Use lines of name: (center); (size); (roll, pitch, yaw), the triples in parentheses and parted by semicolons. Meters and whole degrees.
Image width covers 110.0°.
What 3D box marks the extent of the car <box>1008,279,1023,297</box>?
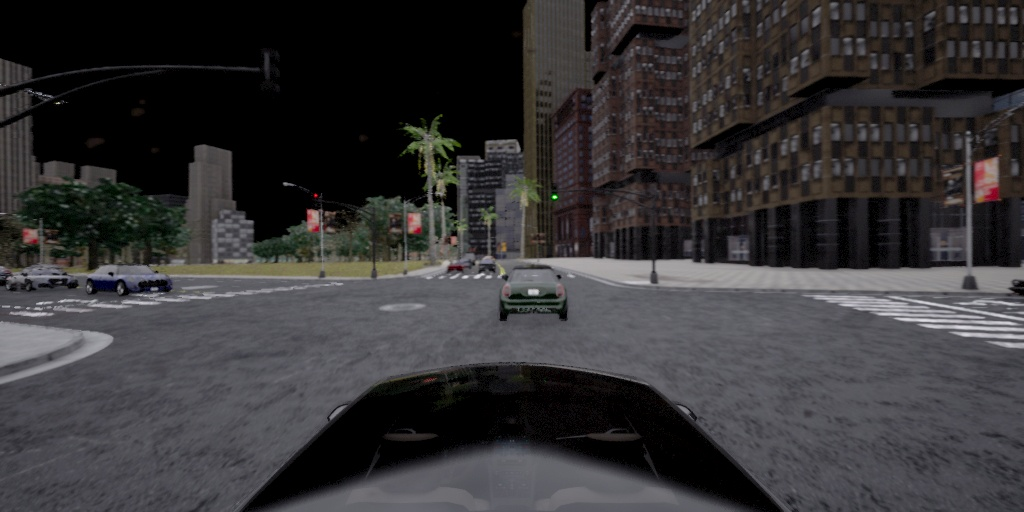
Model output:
car: (21.189, 1.085, 12.468); (4.718, 1.301, 1.895); (-1, 0, 17)

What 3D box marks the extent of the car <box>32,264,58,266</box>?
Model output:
car: (-48.472, 1.612, 37.050); (4.902, 1.511, 2.128); (-1, 0, 20)

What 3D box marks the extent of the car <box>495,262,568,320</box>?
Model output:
car: (0.704, 1.072, 12.647); (2.097, 1.767, 4.553); (0, 0, 2)

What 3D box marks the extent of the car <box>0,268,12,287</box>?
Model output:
car: (-40.590, 1.634, 27.156); (4.181, 1.385, 1.994); (-1, 0, 19)

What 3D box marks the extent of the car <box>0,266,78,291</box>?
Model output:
car: (-31.160, 1.552, 23.808); (4.181, 1.385, 1.994); (0, 0, 19)

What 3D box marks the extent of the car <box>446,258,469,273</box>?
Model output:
car: (-5.983, 1.154, 38.879); (1.895, 1.301, 4.718); (-1, 1, -5)

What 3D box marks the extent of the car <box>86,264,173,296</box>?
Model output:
car: (-21.788, 1.258, 20.483); (4.553, 1.767, 2.097); (0, 0, 19)

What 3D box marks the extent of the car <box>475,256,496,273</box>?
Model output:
car: (-2.765, 1.064, 39.122); (2.033, 1.411, 5.357); (-1, 1, -6)

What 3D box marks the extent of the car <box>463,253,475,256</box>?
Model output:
car: (-6.990, 0.577, 58.307); (2.150, 2.045, 5.566); (-1, 1, -4)

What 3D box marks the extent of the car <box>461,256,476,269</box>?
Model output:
car: (-6.334, 1.028, 47.676); (1.994, 1.385, 4.181); (-1, 1, -2)
